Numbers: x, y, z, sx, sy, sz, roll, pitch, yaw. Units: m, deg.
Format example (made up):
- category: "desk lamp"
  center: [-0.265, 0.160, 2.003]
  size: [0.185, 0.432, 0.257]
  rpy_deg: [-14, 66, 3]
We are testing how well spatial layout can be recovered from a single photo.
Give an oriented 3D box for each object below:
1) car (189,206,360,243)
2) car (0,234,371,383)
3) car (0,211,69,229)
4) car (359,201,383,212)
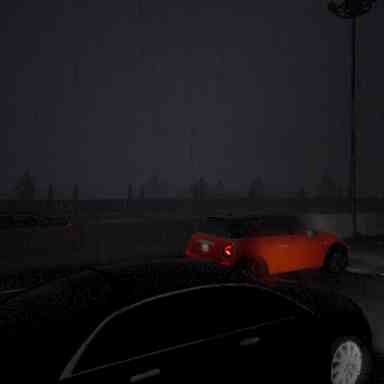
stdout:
- category: "car"
  center: [2.128, 1.338, 8.990]
  size: [4.553, 1.767, 2.097]
  rpy_deg: [0, 0, -31]
- category: "car"
  center: [-0.034, 1.496, 3.532]
  size: [4.892, 1.490, 1.837]
  rpy_deg: [0, 0, -34]
- category: "car"
  center: [-6.842, 1.446, 11.808]
  size: [4.902, 1.511, 2.128]
  rpy_deg: [0, 0, -33]
- category: "car"
  center: [17.294, 1.548, 31.197]
  size: [4.181, 1.385, 1.994]
  rpy_deg: [0, 0, -17]
